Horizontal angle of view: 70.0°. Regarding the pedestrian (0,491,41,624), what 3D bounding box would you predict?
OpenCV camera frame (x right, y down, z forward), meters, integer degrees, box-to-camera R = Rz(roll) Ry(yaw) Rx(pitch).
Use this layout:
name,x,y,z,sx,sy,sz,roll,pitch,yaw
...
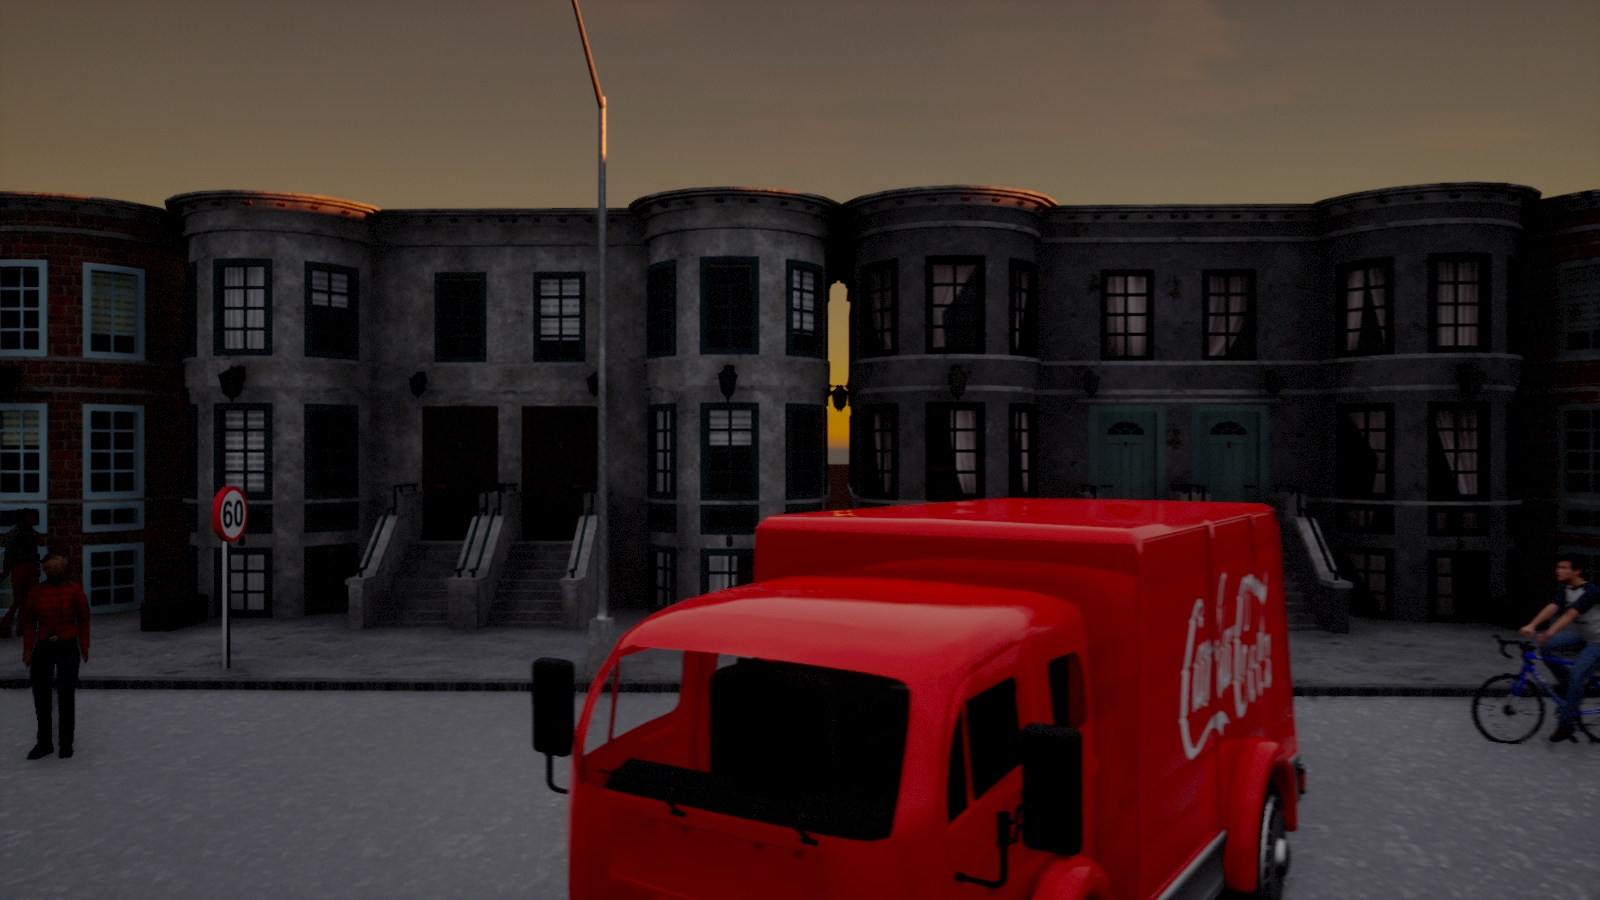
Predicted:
name,x,y,z,sx,sy,sz,roll,pitch,yaw
pedestrian,-11.174,1.525,16.350,0.375,1.860,0.375,0,0,2

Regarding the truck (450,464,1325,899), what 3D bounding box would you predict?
name,x,y,z,sx,sy,sz,roll,pitch,yaw
truck,1.048,1.347,6.263,2.627,2.467,5.204,0,0,33

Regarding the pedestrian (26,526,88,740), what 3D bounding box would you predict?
name,x,y,z,sx,sy,sz,roll,pitch,yaw
pedestrian,-6.699,1.629,10.306,0.375,1.860,0.375,0,0,-16
